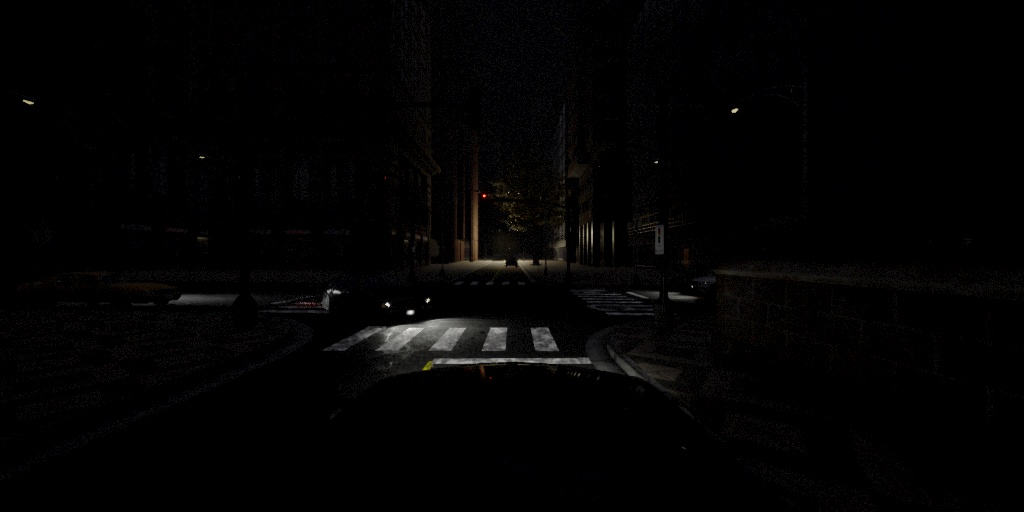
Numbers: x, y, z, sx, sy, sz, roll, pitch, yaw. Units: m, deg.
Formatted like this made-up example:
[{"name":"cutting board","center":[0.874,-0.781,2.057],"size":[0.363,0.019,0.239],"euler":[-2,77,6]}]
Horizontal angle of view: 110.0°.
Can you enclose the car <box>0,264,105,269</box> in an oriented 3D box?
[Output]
[{"name":"car","center":[-21.202,1.158,15.793],"size":[4.718,1.301,1.895],"euler":[1,0,0]}]

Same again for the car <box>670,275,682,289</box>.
[{"name":"car","center":[11.864,1.381,21.569],"size":[4.403,1.370,2.007],"euler":[0,0,0]}]

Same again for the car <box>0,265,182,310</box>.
[{"name":"car","center":[-14.972,1.146,13.115],"size":[4.829,1.417,1.751],"euler":[0,0,0]}]

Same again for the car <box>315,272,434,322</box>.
[{"name":"car","center":[-5.018,1.279,12.532],"size":[5.357,1.411,2.033],"euler":[1,0,41]}]

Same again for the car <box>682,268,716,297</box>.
[{"name":"car","center":[11.880,1.357,18.923],"size":[4.674,1.442,1.812],"euler":[0,0,2]}]

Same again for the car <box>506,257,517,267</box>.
[{"name":"car","center":[-0.081,0.979,59.150],"size":[2.128,1.511,4.902],"euler":[0,1,0]}]

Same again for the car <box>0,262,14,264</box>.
[{"name":"car","center":[-31.988,0.974,21.685],"size":[4.507,1.381,1.888],"euler":[0,0,0]}]
